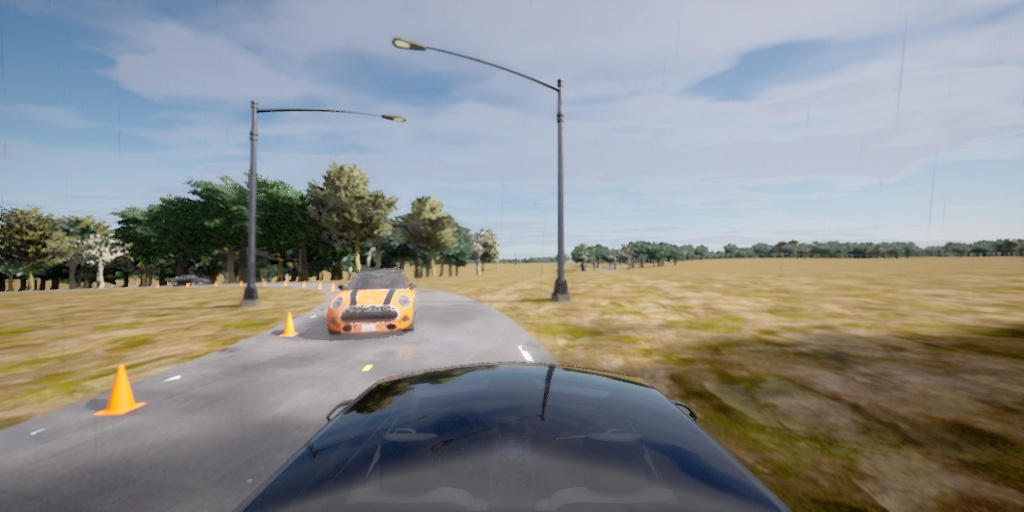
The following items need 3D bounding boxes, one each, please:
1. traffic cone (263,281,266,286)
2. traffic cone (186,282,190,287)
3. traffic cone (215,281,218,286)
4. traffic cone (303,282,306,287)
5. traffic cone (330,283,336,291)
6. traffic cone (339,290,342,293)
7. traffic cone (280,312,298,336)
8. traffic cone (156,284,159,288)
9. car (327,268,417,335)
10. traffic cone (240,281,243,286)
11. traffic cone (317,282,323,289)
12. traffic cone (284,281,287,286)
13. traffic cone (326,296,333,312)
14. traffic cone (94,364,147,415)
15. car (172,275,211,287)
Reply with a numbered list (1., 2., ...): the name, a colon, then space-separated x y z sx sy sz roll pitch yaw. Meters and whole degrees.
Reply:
1. traffic cone: -27.052 2.980 39.230 0.340 0.580 0.340 0 0 31
2. traffic cone: -40.202 3.517 44.458 0.340 0.580 0.340 0 0 14
3. traffic cone: -35.610 3.334 43.158 0.340 0.580 0.340 0 0 19
4. traffic cone: -19.496 2.639 33.614 0.340 0.580 0.340 0 0 43
5. traffic cone: -13.270 2.274 26.553 0.340 0.580 0.340 0 0 -35
6. traffic cone: -8.644 1.959 18.351 0.340 0.580 0.340 0 0 -23
7. traffic cone: -5.819 1.767 9.366 0.340 0.580 0.340 0 0 -11
8. traffic cone: -45.004 3.712 45.582 0.340 0.580 0.340 0 0 13
9. car: -3.991 1.187 10.867 2.097 1.767 4.553 0 -1 -14
10. traffic cone: -31.228 3.155 41.418 0.340 0.580 0.340 0 0 25
11. traffic cone: -16.198 2.460 30.246 0.340 0.580 0.340 0 0 -41
12. traffic cone: -23.127 2.810 36.620 0.340 0.580 0.340 0 0 37
13. traffic cone: -6.996 1.847 13.933 0.340 0.580 0.340 0 0 -17
14. traffic cone: -5.125 1.720 4.700 0.340 0.580 0.340 0 0 -5
15. car: -42.248 3.222 47.263 4.892 1.490 1.837 -2 -2 13
